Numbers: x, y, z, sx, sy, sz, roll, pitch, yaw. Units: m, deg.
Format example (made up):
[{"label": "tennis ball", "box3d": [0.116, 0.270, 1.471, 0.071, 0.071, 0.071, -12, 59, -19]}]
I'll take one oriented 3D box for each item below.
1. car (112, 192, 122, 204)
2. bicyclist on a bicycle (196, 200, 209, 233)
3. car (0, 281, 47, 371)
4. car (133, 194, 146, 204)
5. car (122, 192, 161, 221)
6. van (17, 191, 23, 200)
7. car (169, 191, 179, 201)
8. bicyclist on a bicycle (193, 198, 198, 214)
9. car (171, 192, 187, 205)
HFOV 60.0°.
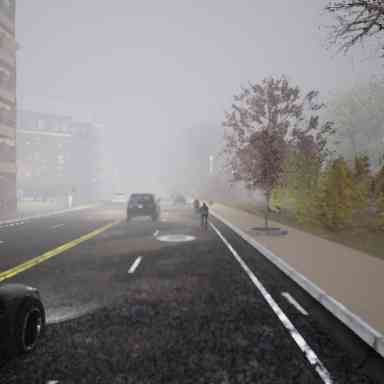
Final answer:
[{"label": "car", "box3d": [-12.090, 0.992, 55.965, 2.150, 2.045, 5.566, 0, 0, -8]}, {"label": "bicyclist on a bicycle", "box3d": [0.650, 1.351, 17.372, 0.582, 1.620, 1.656, 0, 0, -1]}, {"label": "car", "box3d": [-3.178, 1.549, 3.336, 1.994, 1.385, 4.181, 0, 0, 0]}, {"label": "car", "box3d": [-8.843, 1.168, 56.240, 1.882, 1.535, 5.008, 0, 0, -5]}, {"label": "car", "box3d": [-3.658, 1.079, 25.600, 2.150, 2.045, 5.566, 0, 0, -2]}, {"label": "van", "box3d": [-33.953, 0.588, 62.707, 3.998, 1.788, 1.690, 1, -1, -34]}, {"label": "car", "box3d": [-3.790, 0.797, 71.959, 2.150, 2.045, 5.566, 0, 0, -6]}, {"label": "bicyclist on a bicycle", "box3d": [0.356, 1.298, 26.454, 0.582, 1.620, 1.656, 0, 0, -2]}, {"label": "car", "box3d": [-1.882, 1.206, 51.216, 1.837, 1.490, 4.892, 0, 1, -4]}]
